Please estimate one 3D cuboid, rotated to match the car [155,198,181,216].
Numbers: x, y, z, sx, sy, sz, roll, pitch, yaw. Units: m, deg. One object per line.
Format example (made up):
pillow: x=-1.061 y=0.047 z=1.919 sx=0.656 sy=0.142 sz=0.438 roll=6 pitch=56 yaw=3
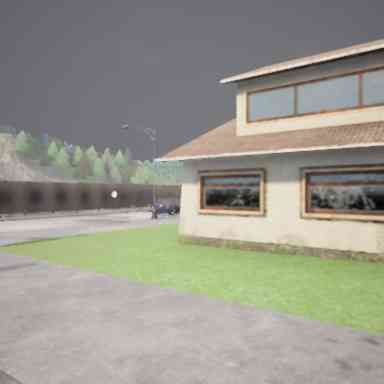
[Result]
car: x=-1.662 y=1.332 z=32.655 sx=2.097 sy=1.767 sz=4.553 roll=0 pitch=0 yaw=36
